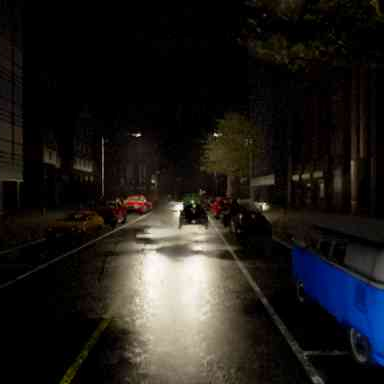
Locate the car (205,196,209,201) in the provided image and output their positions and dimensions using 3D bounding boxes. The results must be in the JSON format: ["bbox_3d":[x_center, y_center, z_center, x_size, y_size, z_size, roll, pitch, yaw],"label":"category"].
[{"bbox_3d":[2.839,1.622,44.921,1.947,1.339,4.313,0,0,0],"label":"car"}]

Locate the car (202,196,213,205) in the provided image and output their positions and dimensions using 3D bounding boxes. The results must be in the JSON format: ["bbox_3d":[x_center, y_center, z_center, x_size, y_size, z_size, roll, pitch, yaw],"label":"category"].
[{"bbox_3d":[2.832,1.538,61.840,1.967,1.590,4.097,0,0,0],"label":"car"}]

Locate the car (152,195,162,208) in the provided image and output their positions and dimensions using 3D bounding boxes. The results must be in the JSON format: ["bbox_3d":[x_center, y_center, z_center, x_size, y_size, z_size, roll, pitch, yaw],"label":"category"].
[{"bbox_3d":[-5.687,1.371,44.924,2.192,1.841,5.009,0,0,0],"label":"car"}]

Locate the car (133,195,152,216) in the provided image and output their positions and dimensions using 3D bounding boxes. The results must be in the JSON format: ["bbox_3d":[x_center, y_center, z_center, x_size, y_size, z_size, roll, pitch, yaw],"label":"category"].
[{"bbox_3d":[-5.682,1.349,33.647,2.192,1.841,5.009,0,0,0],"label":"car"}]

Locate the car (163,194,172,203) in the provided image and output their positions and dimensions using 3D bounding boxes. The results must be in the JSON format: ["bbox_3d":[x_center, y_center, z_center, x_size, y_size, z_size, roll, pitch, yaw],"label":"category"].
[{"bbox_3d":[-5.695,1.681,67.479,1.947,1.339,4.313,0,0,0],"label":"car"}]

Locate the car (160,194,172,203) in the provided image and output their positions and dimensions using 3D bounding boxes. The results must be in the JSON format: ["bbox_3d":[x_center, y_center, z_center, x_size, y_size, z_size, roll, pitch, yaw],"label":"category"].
[{"bbox_3d":[-5.698,1.449,73.118,2.192,1.841,5.009,0,0,0],"label":"car"}]

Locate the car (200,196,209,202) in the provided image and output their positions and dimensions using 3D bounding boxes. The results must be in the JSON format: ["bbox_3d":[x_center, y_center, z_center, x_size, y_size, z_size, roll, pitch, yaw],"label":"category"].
[{"bbox_3d":[2.825,1.721,78.758,1.947,1.339,4.313,0,0,0],"label":"car"}]

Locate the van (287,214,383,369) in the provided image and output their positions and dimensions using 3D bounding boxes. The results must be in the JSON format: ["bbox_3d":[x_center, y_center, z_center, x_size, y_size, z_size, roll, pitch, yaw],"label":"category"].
[{"bbox_3d":[2.855,1.341,5.445,1.690,1.788,3.998,0,0,0],"label":"van"}]

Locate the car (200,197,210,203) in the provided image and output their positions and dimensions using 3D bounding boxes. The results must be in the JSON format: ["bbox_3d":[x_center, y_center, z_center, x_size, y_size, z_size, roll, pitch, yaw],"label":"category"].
[{"bbox_3d":[2.827,1.700,73.118,1.947,1.339,4.313,0,0,0],"label":"car"}]

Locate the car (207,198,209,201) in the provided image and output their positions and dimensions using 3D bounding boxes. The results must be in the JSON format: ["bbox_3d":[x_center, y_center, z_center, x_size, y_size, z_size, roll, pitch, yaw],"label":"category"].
[{"bbox_3d":[2.844,1.579,33.642,1.887,1.381,4.507,0,0,0],"label":"car"}]

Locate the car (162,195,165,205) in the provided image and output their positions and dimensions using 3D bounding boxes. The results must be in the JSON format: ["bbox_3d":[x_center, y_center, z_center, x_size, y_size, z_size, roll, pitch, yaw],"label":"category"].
[{"bbox_3d":[-5.688,1.613,50.563,1.887,1.381,4.507,0,0,0],"label":"car"}]

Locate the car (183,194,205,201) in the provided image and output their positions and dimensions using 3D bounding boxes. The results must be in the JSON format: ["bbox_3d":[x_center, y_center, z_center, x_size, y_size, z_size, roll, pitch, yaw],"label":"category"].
[{"bbox_3d":[0.083,1.269,40.282,2.150,2.045,5.566,0,0,0],"label":"car"}]

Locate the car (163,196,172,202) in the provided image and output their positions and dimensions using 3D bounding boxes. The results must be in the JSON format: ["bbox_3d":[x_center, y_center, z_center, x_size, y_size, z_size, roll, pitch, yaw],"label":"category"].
[{"bbox_3d":[-5.700,1.737,78.757,1.802,1.307,4.206,0,0,0],"label":"car"}]

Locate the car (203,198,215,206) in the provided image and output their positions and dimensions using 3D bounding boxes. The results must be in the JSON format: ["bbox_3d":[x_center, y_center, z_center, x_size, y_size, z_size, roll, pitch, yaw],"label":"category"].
[{"bbox_3d":[2.834,1.665,56.200,1.802,1.307,4.206,0,0,0],"label":"car"}]

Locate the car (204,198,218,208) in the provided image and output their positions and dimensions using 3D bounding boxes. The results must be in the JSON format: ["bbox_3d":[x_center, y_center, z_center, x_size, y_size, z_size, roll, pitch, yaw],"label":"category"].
[{"bbox_3d":[2.836,1.595,50.731,1.752,1.417,4.829,0,0,0],"label":"car"}]

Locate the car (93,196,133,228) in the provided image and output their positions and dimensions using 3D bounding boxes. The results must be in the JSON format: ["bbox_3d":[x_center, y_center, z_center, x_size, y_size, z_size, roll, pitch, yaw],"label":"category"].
[{"bbox_3d":[-5.678,1.327,22.369,2.192,1.841,5.009,0,0,0],"label":"car"}]

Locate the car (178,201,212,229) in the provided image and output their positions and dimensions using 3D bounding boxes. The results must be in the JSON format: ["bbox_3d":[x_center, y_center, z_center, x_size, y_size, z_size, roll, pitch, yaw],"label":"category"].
[{"bbox_3d":[0.094,1.536,21.477,1.812,1.442,4.674,0,0,0],"label":"car"}]

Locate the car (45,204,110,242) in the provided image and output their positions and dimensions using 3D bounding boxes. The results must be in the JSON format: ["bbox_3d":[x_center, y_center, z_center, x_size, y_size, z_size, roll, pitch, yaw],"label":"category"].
[{"bbox_3d":[-5.675,1.528,16.561,1.752,1.417,4.829,0,0,0],"label":"car"}]

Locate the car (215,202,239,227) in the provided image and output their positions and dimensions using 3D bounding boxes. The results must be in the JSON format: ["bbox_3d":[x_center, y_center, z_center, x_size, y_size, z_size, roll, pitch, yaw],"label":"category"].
[{"bbox_3d":[2.847,1.578,22.362,1.947,1.339,4.313,0,0,0],"label":"car"}]

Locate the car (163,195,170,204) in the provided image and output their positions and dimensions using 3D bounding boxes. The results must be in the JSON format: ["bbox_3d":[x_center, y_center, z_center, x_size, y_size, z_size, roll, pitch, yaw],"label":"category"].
[{"bbox_3d":[-5.693,1.664,61.841,1.947,1.339,4.313,0,0,0],"label":"car"}]

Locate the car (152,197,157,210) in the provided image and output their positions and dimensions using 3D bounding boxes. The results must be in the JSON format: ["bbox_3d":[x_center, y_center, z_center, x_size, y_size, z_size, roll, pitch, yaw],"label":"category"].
[{"bbox_3d":[-5.684,1.611,39.286,1.947,1.339,4.313,0,0,0],"label":"car"}]

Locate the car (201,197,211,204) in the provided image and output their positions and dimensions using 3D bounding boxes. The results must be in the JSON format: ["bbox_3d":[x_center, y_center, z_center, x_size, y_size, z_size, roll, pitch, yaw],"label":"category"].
[{"bbox_3d":[2.830,1.698,67.479,1.802,1.307,4.206,0,0,0],"label":"car"}]

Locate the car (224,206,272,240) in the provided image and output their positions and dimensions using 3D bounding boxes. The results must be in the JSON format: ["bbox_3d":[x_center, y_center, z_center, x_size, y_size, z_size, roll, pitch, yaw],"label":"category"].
[{"bbox_3d":[2.850,1.585,16.724,1.802,1.307,4.206,0,0,0],"label":"car"}]

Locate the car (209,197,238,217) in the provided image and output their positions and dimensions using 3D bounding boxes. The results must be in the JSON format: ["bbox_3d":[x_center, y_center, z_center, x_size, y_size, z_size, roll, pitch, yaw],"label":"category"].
[{"bbox_3d":[2.845,1.338,28.003,2.192,1.841,5.009,0,0,0],"label":"car"}]
